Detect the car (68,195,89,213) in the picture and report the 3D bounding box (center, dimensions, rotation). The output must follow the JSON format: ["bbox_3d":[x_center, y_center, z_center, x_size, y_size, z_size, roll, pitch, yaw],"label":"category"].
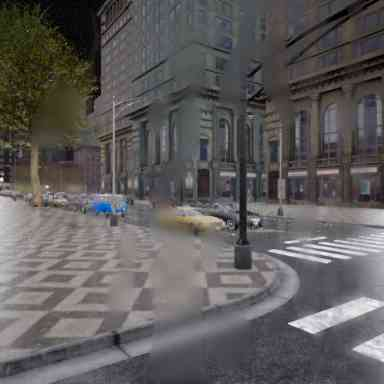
[{"bbox_3d":[-9.972,1.230,31.727,2.008,1.369,4.403,1,0,-35],"label":"car"}]

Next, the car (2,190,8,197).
[{"bbox_3d":[-42.368,0.330,77.620,1.967,1.590,4.097,1,0,-35],"label":"car"}]

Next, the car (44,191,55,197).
[{"bbox_3d":[-35.408,0.472,82.539,1.802,1.307,4.206,1,0,-35],"label":"car"}]

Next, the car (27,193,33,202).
[{"bbox_3d":[-22.931,0.911,50.087,2.008,1.369,4.403,1,0,-35],"label":"car"}]

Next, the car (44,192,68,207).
[{"bbox_3d":[-16.354,1.051,40.770,1.752,1.417,4.829,1,0,-35],"label":"car"}]

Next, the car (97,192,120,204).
[{"bbox_3d":[-12.729,0.881,50.420,1.967,1.590,4.097,1,0,-35],"label":"car"}]

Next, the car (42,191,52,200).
[{"bbox_3d":[-19.691,0.992,45.498,2.008,1.369,4.403,1,0,-35],"label":"car"}]

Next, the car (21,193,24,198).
[{"bbox_3d":[-26.171,0.830,54.676,2.008,1.369,4.403,1,0,-35],"label":"car"}]

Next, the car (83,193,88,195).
[{"bbox_3d":[-15.971,0.910,55.008,2.008,1.369,4.403,1,0,-35],"label":"car"}]

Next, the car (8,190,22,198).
[{"bbox_3d":[-35.888,0.484,68.442,1.967,1.590,4.097,1,0,-35],"label":"car"}]

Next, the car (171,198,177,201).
[{"bbox_3d":[0.228,1.315,32.062,1.947,1.339,4.313,1,0,-35],"label":"car"}]

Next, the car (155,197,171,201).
[{"bbox_3d":[-3.011,1.224,36.651,1.887,1.381,4.507,1,0,-35],"label":"car"}]

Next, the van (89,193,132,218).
[{"bbox_3d":[-6.730,1.091,27.137,1.690,1.788,3.998,1,0,-35],"label":"van"}]

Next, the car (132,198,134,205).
[{"bbox_3d":[-9.492,1.074,45.832,2.008,1.369,4.403,1,0,-35],"label":"car"}]

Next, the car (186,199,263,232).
[{"bbox_3d":[1.953,1.362,19.437,2.128,1.511,4.902,0,1,-35],"label":"car"}]

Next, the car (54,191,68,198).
[{"bbox_3d":[-28.928,0.588,73.362,1.887,1.381,4.507,1,0,-35],"label":"car"}]

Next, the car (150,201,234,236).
[{"bbox_3d":[-0.153,1.398,17.816,1.752,1.417,4.829,1,0,-35],"label":"car"}]
